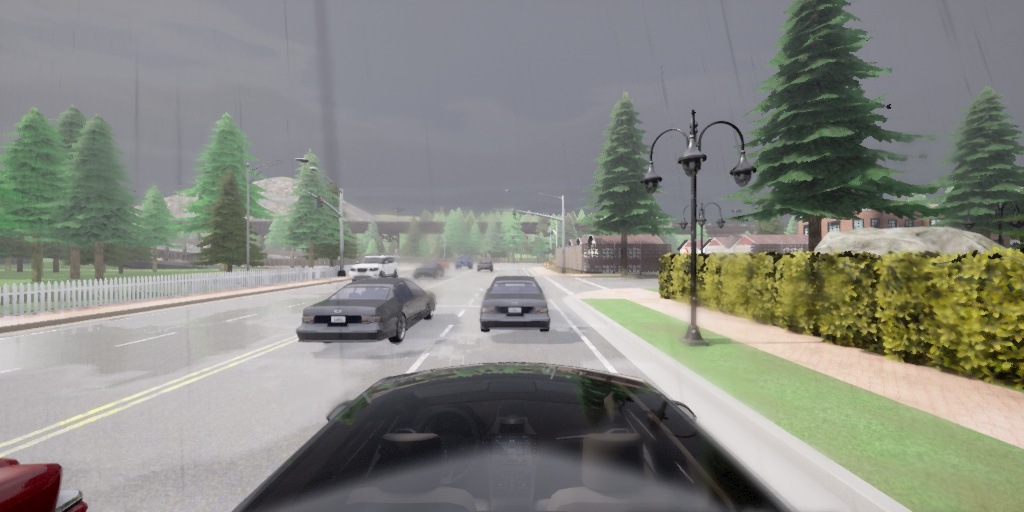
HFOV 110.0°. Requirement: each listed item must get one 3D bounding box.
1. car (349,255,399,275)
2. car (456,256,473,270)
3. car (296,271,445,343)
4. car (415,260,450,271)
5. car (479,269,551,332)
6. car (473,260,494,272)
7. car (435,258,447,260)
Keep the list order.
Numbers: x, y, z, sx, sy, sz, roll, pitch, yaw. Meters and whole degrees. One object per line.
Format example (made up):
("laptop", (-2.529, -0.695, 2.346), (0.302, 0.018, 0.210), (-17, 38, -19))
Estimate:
("car", (-10.600, 0.968, 28.014), (2.150, 2.045, 5.566), (0, 0, 0))
("car", (-7.002, 0.949, 53.566), (2.150, 2.045, 5.566), (0, 0, 0))
("car", (-3.417, 1.296, 9.587), (2.033, 1.411, 5.357), (0, 0, 0))
("car", (-7.101, 1.294, 31.224), (2.033, 1.411, 5.357), (0, 0, 0))
("car", (0.084, 1.296, 10.802), (2.033, 1.411, 5.357), (0, 0, 0))
("car", (-3.400, 1.236, 46.670), (2.128, 1.511, 4.902), (0, 0, 0))
("car", (-10.510, 1.094, 52.651), (2.097, 1.767, 4.553), (0, 0, 0))
